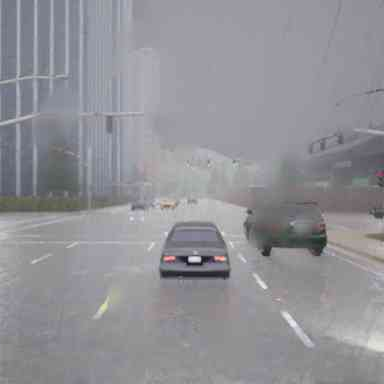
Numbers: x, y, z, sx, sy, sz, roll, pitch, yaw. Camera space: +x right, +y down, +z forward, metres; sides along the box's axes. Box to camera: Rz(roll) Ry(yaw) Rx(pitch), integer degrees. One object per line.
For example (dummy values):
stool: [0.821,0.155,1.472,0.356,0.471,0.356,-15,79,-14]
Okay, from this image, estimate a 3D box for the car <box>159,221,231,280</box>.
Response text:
car: [0.080,1.610,10.159,2.033,1.411,5.357,0,0,0]

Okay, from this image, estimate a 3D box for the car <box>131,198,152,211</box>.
car: [-7.082,1.878,45.481,1.895,1.301,4.718,0,0,0]

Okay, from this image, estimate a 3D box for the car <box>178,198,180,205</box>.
car: [-3.547,1.840,59.429,1.882,1.535,5.008,0,0,0]

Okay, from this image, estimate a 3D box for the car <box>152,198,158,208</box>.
car: [-7.067,1.826,54.807,2.128,1.511,4.902,0,0,0]

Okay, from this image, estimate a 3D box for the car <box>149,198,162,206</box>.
car: [-7.006,1.918,64.301,1.812,1.442,4.674,0,0,1]

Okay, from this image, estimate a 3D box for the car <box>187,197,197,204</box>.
car: [0.027,1.822,76.543,2.097,1.767,4.553,0,0,0]

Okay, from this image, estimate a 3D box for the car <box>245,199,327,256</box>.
car: [3.592,1.306,13.665,2.150,2.045,5.566,0,0,0]

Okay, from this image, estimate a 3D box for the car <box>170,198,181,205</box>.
car: [-3.475,1.949,69.585,2.128,1.511,4.902,0,0,0]

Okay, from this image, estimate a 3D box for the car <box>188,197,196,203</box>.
car: [0.031,2.029,86.787,1.837,1.490,4.892,0,0,0]

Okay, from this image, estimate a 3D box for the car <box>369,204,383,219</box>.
car: [19.185,1.462,30.132,5.566,2.045,2.150,0,0,0]

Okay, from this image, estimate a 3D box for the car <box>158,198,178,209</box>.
car: [-3.576,1.783,50.005,1.882,1.535,5.008,0,0,0]
